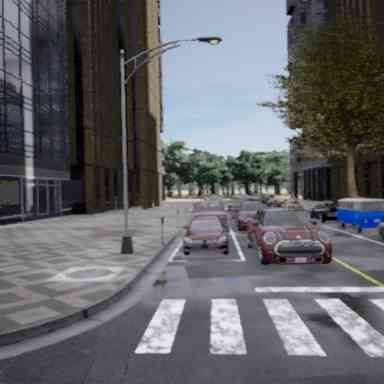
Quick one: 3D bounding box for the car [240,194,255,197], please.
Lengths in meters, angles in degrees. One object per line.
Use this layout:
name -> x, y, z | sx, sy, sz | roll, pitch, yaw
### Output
car -> 9.507, 1.524, 57.188 | 1.837, 1.490, 4.892 | -1, 0, 4

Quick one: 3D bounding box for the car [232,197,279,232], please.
car -> 3.744, 1.387, 20.543 | 2.097, 1.767, 4.553 | -1, 0, 4

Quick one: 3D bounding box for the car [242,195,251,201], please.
car -> 14.234, 1.512, 86.842 | 1.752, 1.417, 4.829 | -2, 0, 4

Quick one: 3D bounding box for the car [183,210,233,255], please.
car -> 0.589, 1.660, 13.604 | 1.802, 1.307, 4.206 | -2, 0, 4

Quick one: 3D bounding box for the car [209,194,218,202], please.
car -> 5.319, 1.490, 81.597 | 2.192, 1.841, 5.009 | -2, 0, 4

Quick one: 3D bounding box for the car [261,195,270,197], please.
car -> 11.460, 1.498, 47.015 | 2.008, 1.369, 4.403 | -2, 0, 4

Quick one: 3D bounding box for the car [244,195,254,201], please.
car -> 13.829, 1.548, 81.007 | 1.947, 1.339, 4.313 | -2, 0, 4

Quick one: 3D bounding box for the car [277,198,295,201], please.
car -> 10.682, 1.457, 35.854 | 1.752, 1.417, 4.829 | -2, 0, 4

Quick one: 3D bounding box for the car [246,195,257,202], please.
car -> 13.445, 1.503, 75.511 | 1.752, 1.417, 4.829 | -2, 0, 4

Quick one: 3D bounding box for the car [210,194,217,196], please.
car -> 1.765, 1.430, 30.604 | 2.192, 1.841, 5.009 | -2, 0, 4

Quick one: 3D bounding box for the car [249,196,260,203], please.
car -> 13.040, 1.554, 69.676 | 1.802, 1.307, 4.206 | -2, 0, 4

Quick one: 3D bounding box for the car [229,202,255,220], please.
car -> 4.383, 1.654, 29.591 | 1.895, 1.301, 4.718 | -1, 0, 4

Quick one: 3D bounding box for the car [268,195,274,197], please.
car -> 11.065, 1.485, 41.349 | 1.887, 1.381, 4.507 | -2, 0, 4

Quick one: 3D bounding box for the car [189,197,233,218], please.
car -> 0.975, 1.407, 19.272 | 2.192, 1.841, 5.009 | -2, 0, 4

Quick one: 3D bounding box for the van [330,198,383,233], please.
van -> 9.479, 1.241, 18.688 | 1.690, 1.788, 3.998 | -2, 0, 4

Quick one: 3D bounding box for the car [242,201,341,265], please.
car -> 3.187, 1.364, 11.749 | 2.097, 1.767, 4.553 | -1, 0, 2

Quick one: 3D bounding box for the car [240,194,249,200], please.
car -> 14.614, 1.432, 92.338 | 1.967, 1.590, 4.097 | -2, 0, 4

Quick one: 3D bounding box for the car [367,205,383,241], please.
car -> 9.102, 1.411, 13.190 | 1.752, 1.417, 4.829 | -2, 0, 4

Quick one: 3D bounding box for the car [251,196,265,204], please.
car -> 12.644, 1.517, 64.010 | 2.008, 1.369, 4.403 | -2, 0, 4

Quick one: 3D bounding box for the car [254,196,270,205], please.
car -> 12.250, 1.511, 58.346 | 2.008, 1.369, 4.403 | -2, 0, 4

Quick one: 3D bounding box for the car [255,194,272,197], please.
car -> 11.848, 1.269, 52.681 | 2.192, 1.841, 5.009 | -2, 0, 4
